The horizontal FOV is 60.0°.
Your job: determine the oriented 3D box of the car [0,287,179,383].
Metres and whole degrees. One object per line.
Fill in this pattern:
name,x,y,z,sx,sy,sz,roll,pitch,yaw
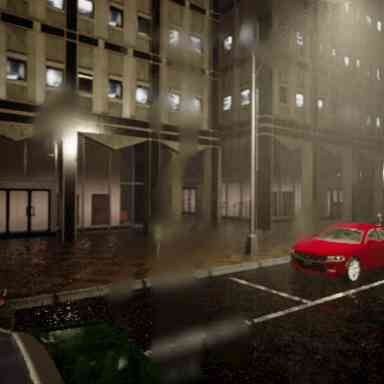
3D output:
car,-2.350,1.591,1.701,4.718,1.301,1.895,1,0,-35

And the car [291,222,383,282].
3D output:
car,4.853,1.638,10.021,4.507,1.381,1.887,1,0,-36

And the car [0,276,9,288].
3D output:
car,-4.344,1.536,3.459,4.403,1.369,2.008,1,0,-36
